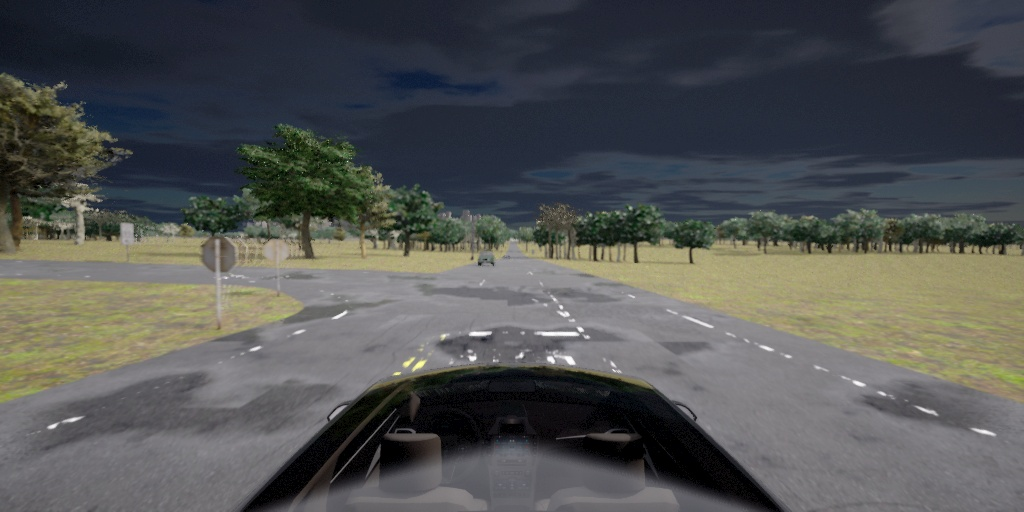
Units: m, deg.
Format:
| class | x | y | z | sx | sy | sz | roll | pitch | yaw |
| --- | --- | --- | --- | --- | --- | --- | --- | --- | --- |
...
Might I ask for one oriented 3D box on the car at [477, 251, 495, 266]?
| class | x | y | z | sx | sy | sz | roll | pitch | yaw |
| --- | --- | --- | --- | --- | --- | --- | --- | --- | --- |
| car | -3.513 | 0.379 | 49.753 | 2.150 | 2.045 | 5.566 | 0 | 1 | 0 |
